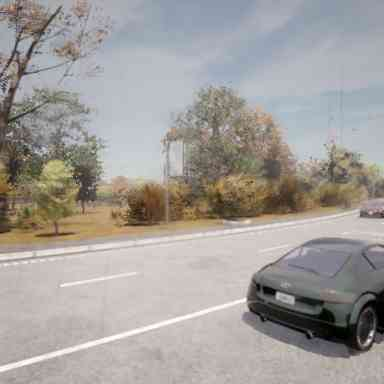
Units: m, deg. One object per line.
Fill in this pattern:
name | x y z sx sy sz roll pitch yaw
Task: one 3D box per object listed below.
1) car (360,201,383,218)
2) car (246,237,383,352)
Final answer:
car | 16.356 1.495 29.587 1.812 1.442 4.674 0 0 38
car | 2.972 1.562 6.268 4.181 1.385 1.994 0 0 -39
